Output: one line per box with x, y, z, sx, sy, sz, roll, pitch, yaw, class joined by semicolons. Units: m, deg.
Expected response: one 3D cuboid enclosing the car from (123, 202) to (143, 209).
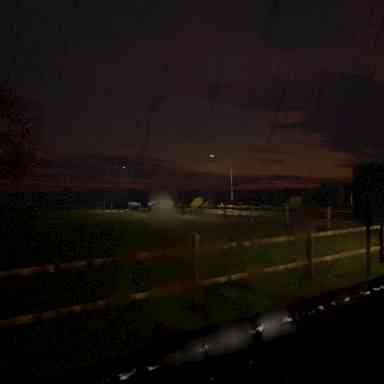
-11.164;2.591;62.651;2.033;1.411;5.357;0;-1;-34;car

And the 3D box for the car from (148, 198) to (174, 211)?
-5.095;2.055;53.861;2.150;2.045;5.566;0;-1;-36;car
